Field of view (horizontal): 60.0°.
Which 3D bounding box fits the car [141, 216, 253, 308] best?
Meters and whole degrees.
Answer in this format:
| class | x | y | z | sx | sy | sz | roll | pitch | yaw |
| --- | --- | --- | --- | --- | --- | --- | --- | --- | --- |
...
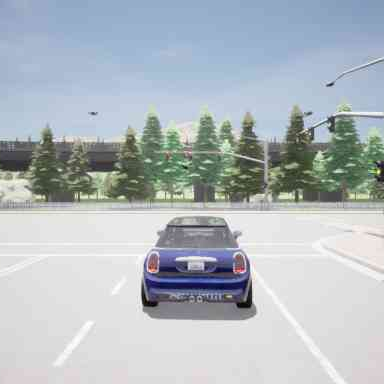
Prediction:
| class | x | y | z | sx | sy | sz | roll | pitch | yaw |
| --- | --- | --- | --- | --- | --- | --- | --- | --- | --- |
| car | 0.167 | 1.352 | 8.102 | 2.097 | 1.767 | 4.553 | 0 | 0 | 3 |
